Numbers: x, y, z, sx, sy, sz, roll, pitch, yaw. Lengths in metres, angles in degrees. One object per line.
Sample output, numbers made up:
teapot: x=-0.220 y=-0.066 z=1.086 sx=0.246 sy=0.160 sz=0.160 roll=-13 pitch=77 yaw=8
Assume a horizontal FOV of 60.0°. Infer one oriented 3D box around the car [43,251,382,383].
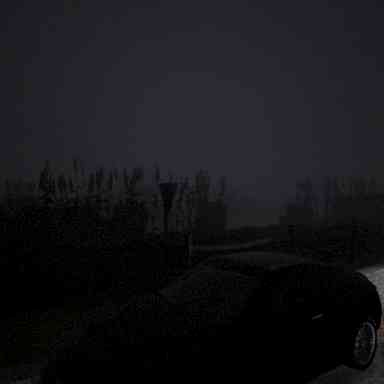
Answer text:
car: x=0.655 y=1.569 z=4.232 sx=4.674 sy=1.442 sz=1.812 roll=0 pitch=-1 yaw=-36
